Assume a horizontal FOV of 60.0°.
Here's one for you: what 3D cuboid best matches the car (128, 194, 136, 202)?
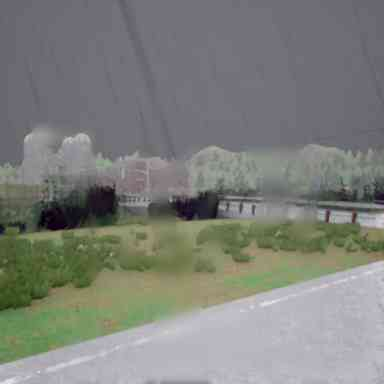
[{"bbox_3d":[-10.725,0.989,52.921,2.033,1.411,5.357,-1,-2,-36],"label":"car"}]
